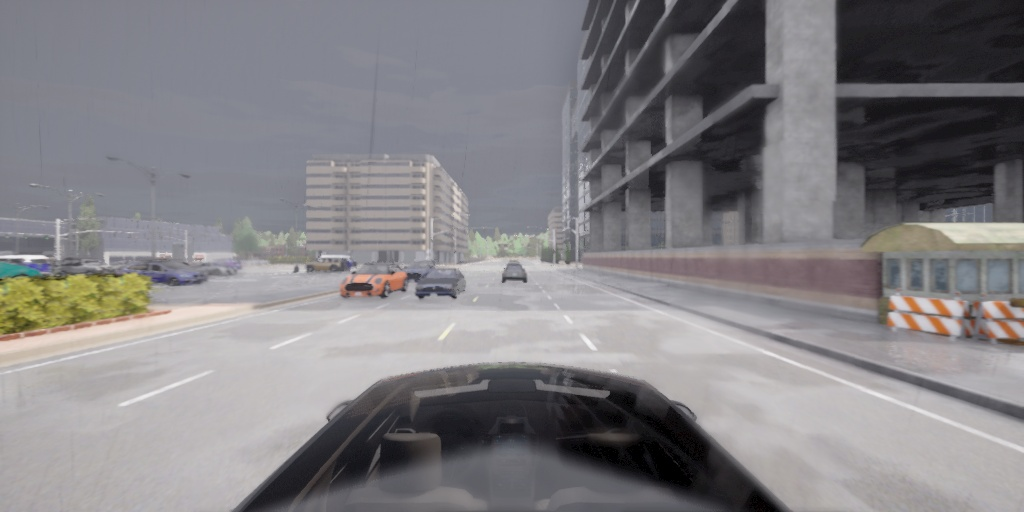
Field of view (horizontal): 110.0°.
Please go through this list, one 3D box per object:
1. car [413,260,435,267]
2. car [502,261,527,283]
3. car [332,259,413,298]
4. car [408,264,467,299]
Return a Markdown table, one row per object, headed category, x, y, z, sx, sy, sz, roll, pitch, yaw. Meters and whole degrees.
| category | x | y | z | sx | sy | sz | roll | pitch | yaw |
| --- | --- | --- | --- | --- | --- | --- | --- | --- | --- |
| car | -6.932 | 1.147 | 27.271 | 2.097 | 1.767 | 4.553 | 0 | 0 | 1 |
| car | 0.179 | 1.349 | 28.839 | 1.994 | 1.385 | 4.181 | 0 | 0 | -1 |
| car | -6.944 | 1.146 | 18.470 | 2.097 | 1.767 | 4.553 | 0 | 0 | 0 |
| car | -3.444 | 1.337 | 18.426 | 2.033 | 1.411 | 5.357 | 0 | 0 | 0 |
